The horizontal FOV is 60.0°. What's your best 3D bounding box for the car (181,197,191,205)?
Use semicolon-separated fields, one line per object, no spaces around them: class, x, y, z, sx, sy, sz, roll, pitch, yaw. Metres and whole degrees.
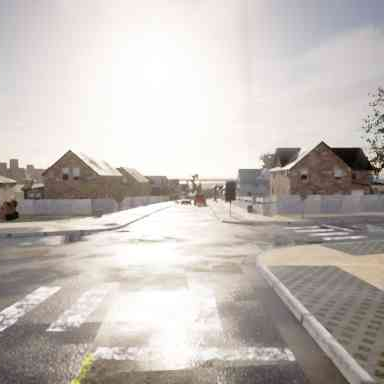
car;-1.087;1.762;66.160;2.033;1.411;5.357;0;0;3

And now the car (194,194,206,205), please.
car;1.476;1.411;61.890;2.150;2.045;5.566;0;0;3
